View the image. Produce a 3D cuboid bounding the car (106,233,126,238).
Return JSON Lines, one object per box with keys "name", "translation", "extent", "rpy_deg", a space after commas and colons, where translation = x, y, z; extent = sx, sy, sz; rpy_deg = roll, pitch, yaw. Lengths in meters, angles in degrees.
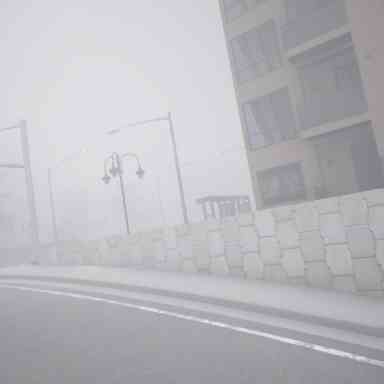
{"name": "car", "translation": [-7.008, 4.733, 32.479], "extent": [1.895, 1.301, 4.718], "rpy_deg": [-14, -8, 35]}
